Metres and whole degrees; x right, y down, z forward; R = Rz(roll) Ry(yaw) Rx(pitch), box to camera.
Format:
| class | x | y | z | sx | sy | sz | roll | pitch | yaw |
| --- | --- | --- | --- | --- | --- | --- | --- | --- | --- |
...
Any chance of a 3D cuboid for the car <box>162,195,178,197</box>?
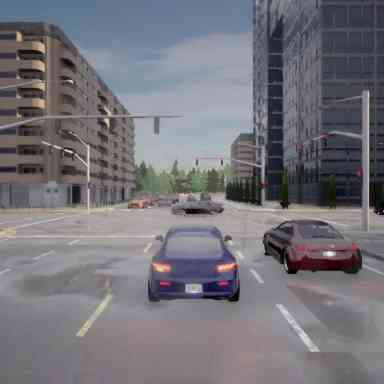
| class | x | y | z | sx | sy | sz | roll | pitch | yaw |
| --- | --- | --- | --- | --- | --- | --- | --- | --- | --- |
| car | -3.929 | 1.601 | 60.110 | 1.895 | 1.301 | 4.718 | 0 | 0 | 1 |

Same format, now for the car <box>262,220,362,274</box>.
| class | x | y | z | sx | sy | sz | roll | pitch | yaw |
| --- | --- | --- | --- | --- | --- | --- | --- | --- | --- |
| car | 3.552 | 1.564 | 10.563 | 1.994 | 1.385 | 4.181 | 0 | 0 | 0 |

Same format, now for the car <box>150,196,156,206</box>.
| class | x | y | z | sx | sy | sz | roll | pitch | yaw |
| --- | --- | --- | --- | --- | --- | --- | --- | --- | --- |
| car | -7.489 | 1.352 | 54.266 | 2.097 | 1.767 | 4.553 | 0 | 0 | 0 |

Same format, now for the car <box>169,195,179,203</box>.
| class | x | y | z | sx | sy | sz | roll | pitch | yaw |
| --- | --- | --- | --- | --- | --- | --- | --- | --- | --- |
| car | -3.751 | 1.478 | 70.461 | 1.882 | 1.535 | 5.008 | 0 | 0 | 1 |

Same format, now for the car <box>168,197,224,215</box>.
| class | x | y | z | sx | sy | sz | roll | pitch | yaw |
| --- | --- | --- | --- | --- | --- | --- | --- | --- | --- |
| car | 0.540 | 1.517 | 30.776 | 4.902 | 1.511 | 2.128 | 0 | 0 | 0 |

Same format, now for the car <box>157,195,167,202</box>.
| class | x | y | z | sx | sy | sz | roll | pitch | yaw |
| --- | --- | --- | --- | --- | --- | --- | --- | --- | --- |
| car | -7.165 | 1.435 | 78.737 | 1.882 | 1.535 | 5.008 | 0 | 0 | 1 |

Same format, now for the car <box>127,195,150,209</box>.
| class | x | y | z | sx | sy | sz | roll | pitch | yaw |
| --- | --- | --- | --- | --- | --- | --- | --- | --- | --- |
| car | -7.483 | 1.352 | 45.657 | 2.097 | 1.767 | 4.553 | 0 | 0 | 0 |

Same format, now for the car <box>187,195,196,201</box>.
| class | x | y | z | sx | sy | sz | roll | pitch | yaw |
| --- | --- | --- | --- | --- | --- | --- | --- | --- | --- |
| car | -0.069 | 1.525 | 87.841 | 2.128 | 1.511 | 4.902 | 0 | 0 | 1 |

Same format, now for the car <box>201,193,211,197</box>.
| class | x | y | z | sx | sy | sz | roll | pitch | yaw |
| --- | --- | --- | --- | --- | --- | --- | --- | --- | --- |
| car | 3.310 | 1.355 | 76.070 | 2.097 | 1.767 | 4.553 | 0 | 0 | 1 |

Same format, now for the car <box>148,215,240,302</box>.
| class | x | y | z | sx | sy | sz | roll | pitch | yaw |
| --- | --- | --- | --- | --- | --- | --- | --- | --- | --- |
| car | 0.044 | 1.526 | 8.139 | 1.812 | 1.442 | 4.674 | 0 | 0 | 0 |

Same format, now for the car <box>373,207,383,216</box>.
| class | x | y | z | sx | sy | sz | roll | pitch | yaw |
| --- | --- | --- | --- | --- | --- | --- | --- | --- | --- |
| car | 19.482 | 1.656 | 30.750 | 4.718 | 1.301 | 1.895 | 0 | 0 | 0 |

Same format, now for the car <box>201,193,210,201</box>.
| class | x | y | z | sx | sy | sz | roll | pitch | yaw |
| --- | --- | --- | --- | --- | --- | --- | --- | --- | --- |
| car | 3.432 | 1.225 | 87.869 | 2.150 | 2.045 | 5.566 | 0 | 0 | 1 |

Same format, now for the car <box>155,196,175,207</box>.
| class | x | y | z | sx | sy | sz | roll | pitch | yaw |
| --- | --- | --- | --- | --- | --- | --- | --- | --- | --- |
| car | -4.006 | 1.601 | 50.057 | 1.895 | 1.301 | 4.718 | 0 | 0 | 0 |

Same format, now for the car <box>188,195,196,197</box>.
| class | x | y | z | sx | sy | sz | roll | pitch | yaw |
| --- | --- | --- | --- | --- | --- | --- | --- | --- | --- |
| car | -0.211 | 1.541 | 72.937 | 2.033 | 1.411 | 5.357 | 0 | 0 | 1 |
